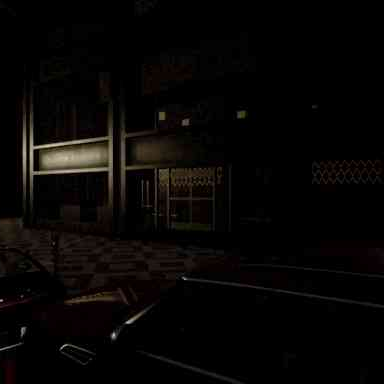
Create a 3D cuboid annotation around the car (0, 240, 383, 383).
[{"bbox_3d":[0.760,1.315,2.415,5.009,1.841,2.192,0,0,34],"label":"car"}]
